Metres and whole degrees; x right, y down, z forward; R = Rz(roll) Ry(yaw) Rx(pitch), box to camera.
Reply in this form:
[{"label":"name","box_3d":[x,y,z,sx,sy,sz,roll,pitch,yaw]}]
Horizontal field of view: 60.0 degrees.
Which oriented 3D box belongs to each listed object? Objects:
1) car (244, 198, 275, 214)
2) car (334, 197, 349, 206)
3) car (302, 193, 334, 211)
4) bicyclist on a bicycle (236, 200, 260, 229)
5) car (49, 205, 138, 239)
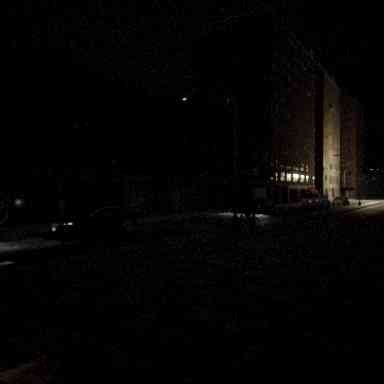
[{"label":"car","box_3d":[7.051,1.441,34.344,1.837,1.490,4.892,0,0,36]},{"label":"car","box_3d":[23.255,1.440,51.958,1.812,1.442,4.674,0,0,36]},{"label":"car","box_3d":[15.305,1.143,40.829,2.150,2.045,5.566,0,0,35]},{"label":"bicyclist on a bicycle","box_3d":[3.066,1.275,18.710,1.656,1.620,0.582,0,0,36]},{"label":"car","box_3d":[-5.015,1.461,17.483,2.128,1.511,4.902,0,0,36]}]
